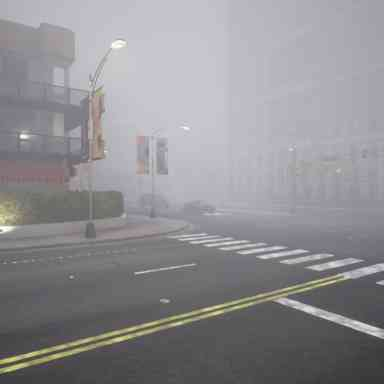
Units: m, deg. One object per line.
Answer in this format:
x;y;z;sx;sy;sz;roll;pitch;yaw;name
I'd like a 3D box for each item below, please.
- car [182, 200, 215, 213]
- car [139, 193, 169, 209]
0.701;1.564;36.686;1.994;1.385;4.181;0;0;-35;car
-5.237;1.221;45.321;2.150;2.045;5.566;0;0;-35;car
